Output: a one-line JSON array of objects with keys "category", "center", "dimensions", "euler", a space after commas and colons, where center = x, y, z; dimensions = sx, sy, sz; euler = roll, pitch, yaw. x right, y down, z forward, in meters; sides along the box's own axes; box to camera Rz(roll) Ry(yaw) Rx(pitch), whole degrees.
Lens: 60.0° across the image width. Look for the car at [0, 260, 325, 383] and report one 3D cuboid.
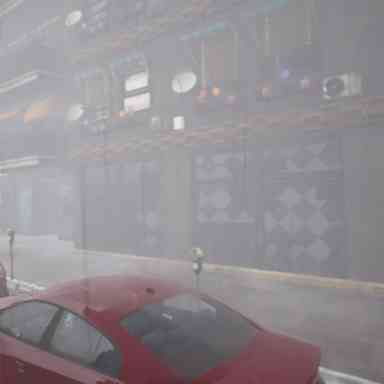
[{"category": "car", "center": [-0.999, 1.564, 3.451], "dimensions": [4.507, 1.381, 1.887], "euler": [-1, -2, 35]}]
